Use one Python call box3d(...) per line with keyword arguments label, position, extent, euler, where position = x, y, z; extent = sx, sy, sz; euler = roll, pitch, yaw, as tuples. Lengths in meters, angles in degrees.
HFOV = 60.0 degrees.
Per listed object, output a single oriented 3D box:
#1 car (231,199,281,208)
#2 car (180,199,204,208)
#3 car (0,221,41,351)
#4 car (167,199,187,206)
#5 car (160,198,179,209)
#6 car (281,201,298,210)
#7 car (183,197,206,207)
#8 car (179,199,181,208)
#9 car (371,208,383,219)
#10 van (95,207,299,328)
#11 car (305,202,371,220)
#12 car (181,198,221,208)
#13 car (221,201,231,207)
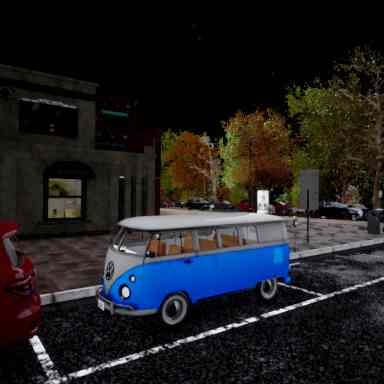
box3d(label="car", position=(6.833, 1.538, 35.922), extent=(2.097, 1.767, 4.553), euler=(1, -1, -34))
box3d(label="car", position=(-0.011, 2.024, 57.826), extent=(1.812, 1.442, 4.674), euler=(1, -1, -34))
box3d(label="car", position=(-4.293, 1.315, 3.483), extent=(5.009, 1.841, 2.192), euler=(0, 1, -35))
box3d(label="car", position=(-3.095, 2.172, 68.122), extent=(1.812, 1.442, 4.674), euler=(1, -1, -34))
box3d(label="car", position=(-4.483, 1.747, 52.698), extent=(2.097, 1.767, 4.553), euler=(1, -1, -34))
box3d(label="car", position=(9.735, 1.751, 37.428), extent=(1.812, 1.442, 4.674), euler=(1, -1, -34))
box3d(label="car", position=(0.424, 1.935, 63.006), extent=(2.097, 1.767, 4.553), euler=(1, -1, -34))
box3d(label="car", position=(-1.886, 1.986, 54.657), extent=(2.033, 1.411, 5.357), euler=(1, -1, -34))
box3d(label="car", position=(14.817, 1.733, 29.924), extent=(1.895, 1.301, 4.718), euler=(1, -1, -34))
box3d(label="van", position=(0.214, 1.342, 6.709), extent=(3.998, 1.788, 1.690), euler=(0, 1, -35))
box3d(label="car", position=(11.979, 1.583, 28.300), extent=(2.128, 1.511, 4.902), euler=(1, -1, -34))
box3d(label="car", position=(1.152, 1.781, 44.316), extent=(2.128, 1.511, 4.902), euler=(1, -1, -34))
box3d(label="car", position=(4.110, 1.875, 45.735), extent=(2.033, 1.411, 5.357), euler=(1, -1, -34))
